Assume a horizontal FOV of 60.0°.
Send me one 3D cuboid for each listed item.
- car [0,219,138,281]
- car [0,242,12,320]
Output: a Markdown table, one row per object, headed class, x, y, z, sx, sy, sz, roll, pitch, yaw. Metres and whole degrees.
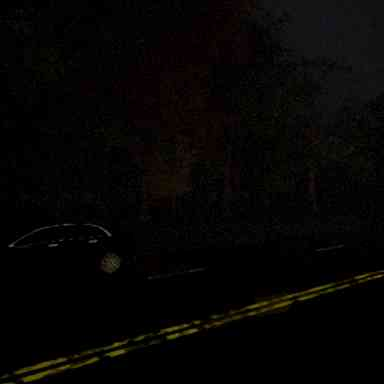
| class | x | y | z | sx | sy | sz | roll | pitch | yaw |
| --- | --- | --- | --- | --- | --- | --- | --- | --- | --- |
| car | -3.850 | 1.514 | 8.903 | 4.892 | 1.490 | 1.837 | 0 | 0 | -35 |
| car | -4.827 | 1.558 | 4.225 | 4.181 | 1.385 | 1.994 | 0 | 0 | -35 |
